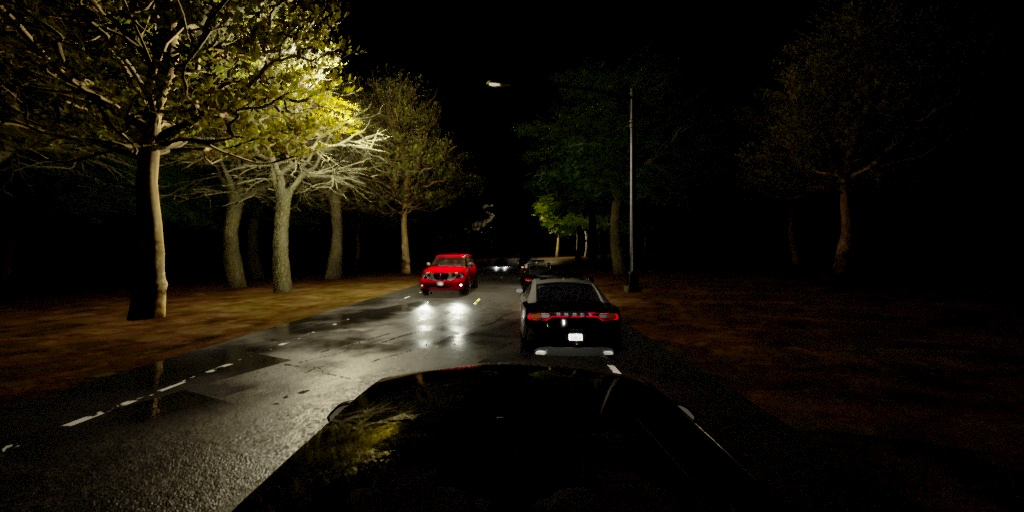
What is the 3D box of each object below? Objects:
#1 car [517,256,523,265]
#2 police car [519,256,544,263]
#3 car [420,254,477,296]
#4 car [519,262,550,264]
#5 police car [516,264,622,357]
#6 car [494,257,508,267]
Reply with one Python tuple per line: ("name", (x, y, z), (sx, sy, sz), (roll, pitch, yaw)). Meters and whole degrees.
("car", (1.820, 0.836, 50.133), (1.837, 1.490, 4.892), (0, 1, 2))
("police car", (1.666, 1.058, 24.574), (1.930, 1.638, 5.238), (0, 1, 3))
("car", (-3.200, 0.908, 19.282), (2.150, 2.045, 5.566), (0, 0, 2))
("car", (1.405, 1.215, 18.488), (1.812, 1.442, 4.674), (0, 0, 2))
("police car", (1.126, 1.166, 8.660), (1.930, 1.638, 5.238), (0, 0, 1))
("car", (-1.597, 0.854, 53.587), (1.994, 1.385, 4.181), (0, 1, 3))
